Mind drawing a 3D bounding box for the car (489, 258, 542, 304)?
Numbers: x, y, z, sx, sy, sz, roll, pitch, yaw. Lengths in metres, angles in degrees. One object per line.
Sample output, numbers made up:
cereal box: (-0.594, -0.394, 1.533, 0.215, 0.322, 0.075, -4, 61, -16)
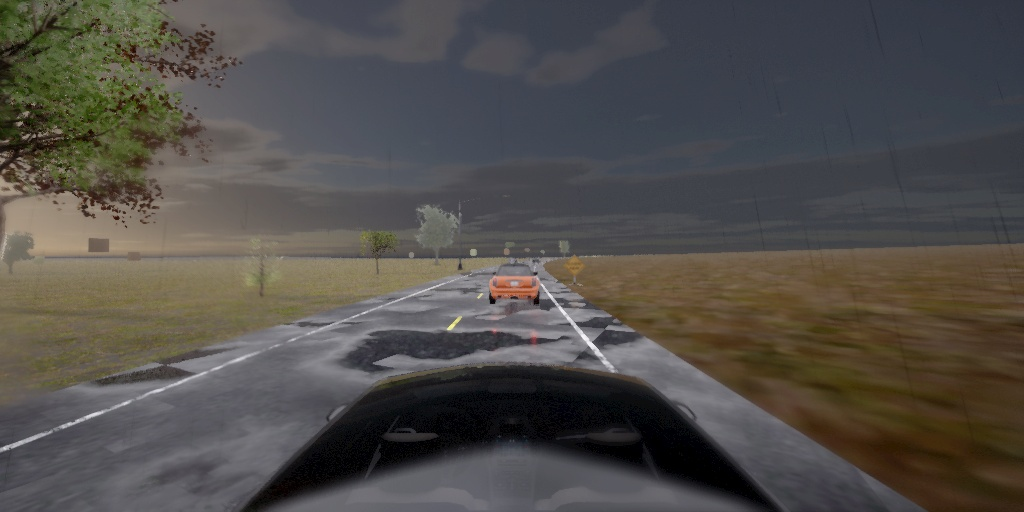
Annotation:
car: (0.133, 1.116, 16.432, 2.097, 1.767, 4.553, 0, 0, 1)

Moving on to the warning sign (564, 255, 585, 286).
warning sign: (3.795, 0.864, 21.749, 1.300, 1.860, 1.060, 0, 0, 1)
